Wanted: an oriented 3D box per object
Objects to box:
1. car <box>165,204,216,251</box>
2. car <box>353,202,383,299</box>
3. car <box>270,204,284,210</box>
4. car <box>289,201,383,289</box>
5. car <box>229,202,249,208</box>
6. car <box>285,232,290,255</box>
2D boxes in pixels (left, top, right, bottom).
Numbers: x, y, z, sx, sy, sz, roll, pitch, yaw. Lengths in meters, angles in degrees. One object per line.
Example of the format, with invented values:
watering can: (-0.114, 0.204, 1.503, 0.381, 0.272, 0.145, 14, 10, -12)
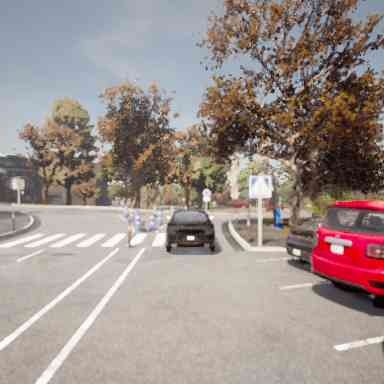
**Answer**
car: (-0.079, 1.453, 14.136, 1.882, 1.535, 5.008, 0, 0, -1)
car: (5.290, 1.235, 4.393, 5.566, 2.045, 2.435, 1, 0, -21)
car: (18.007, 3.196, 72.575, 1.994, 1.385, 4.181, 0, 0, -29)
car: (5.311, 1.230, 7.396, 5.566, 2.045, 2.435, 1, 0, -21)
car: (11.466, 3.137, 80.202, 5.008, 1.535, 1.882, 0, 0, 31)
car: (5.238, 1.476, 10.356, 4.892, 1.521, 2.231, 1, 0, -21)
